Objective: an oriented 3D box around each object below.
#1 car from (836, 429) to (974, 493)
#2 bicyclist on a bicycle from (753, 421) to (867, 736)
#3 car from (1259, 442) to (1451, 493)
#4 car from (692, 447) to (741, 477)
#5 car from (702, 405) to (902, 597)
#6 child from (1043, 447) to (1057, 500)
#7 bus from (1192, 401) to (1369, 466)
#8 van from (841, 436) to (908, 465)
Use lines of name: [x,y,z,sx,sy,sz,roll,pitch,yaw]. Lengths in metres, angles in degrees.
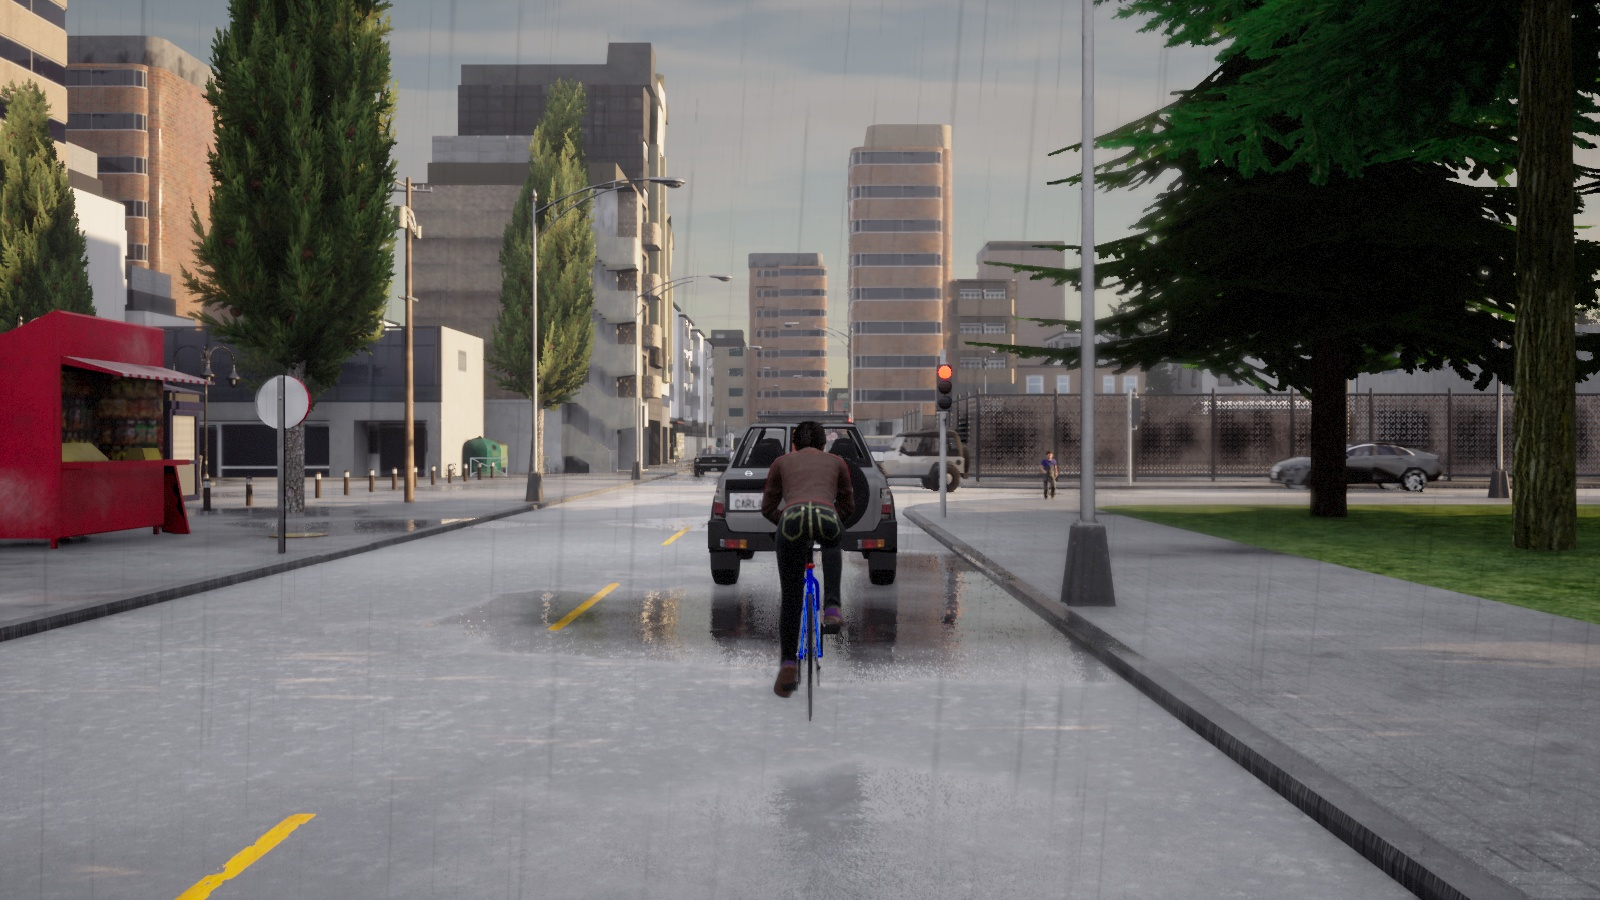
car: [3.144,0.330,37.959,3.866,1.878,1.905,0,0,-6]
bicyclist on a bicycle: [0.055,0.658,7.275,0.582,1.620,1.656,0,0,0]
car: [16.776,0.501,38.136,4.902,1.511,2.128,0,0,0]
car: [-3.738,0.522,56.857,1.895,1.301,4.718,0,0,0]
car: [0.069,0.481,14.471,1.932,1.855,4.605,0,0,1]
child: [6.070,0.569,30.500,0.270,1.263,0.437,0,0,1]
bus: [31.802,-1.076,83.504,10.273,4.253,3.944,0,0,4]
van: [5.183,0.010,87.216,4.442,1.987,1.775,0,0,-4]
